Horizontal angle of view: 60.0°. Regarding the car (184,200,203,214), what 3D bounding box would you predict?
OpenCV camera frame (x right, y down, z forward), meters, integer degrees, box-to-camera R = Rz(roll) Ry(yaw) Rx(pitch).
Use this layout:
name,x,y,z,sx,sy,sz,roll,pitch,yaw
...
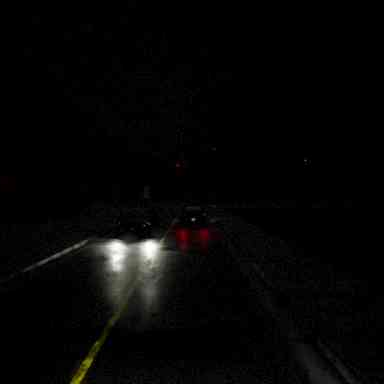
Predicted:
name,x,y,z,sx,sy,sz,roll,pitch,yaw
car,0.091,1.680,38.777,2.033,1.411,5.357,0,-1,-2

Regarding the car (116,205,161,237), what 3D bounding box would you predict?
name,x,y,z,sx,sy,sz,roll,pitch,yaw
car,-2.861,1.504,18.500,1.882,1.535,5.008,0,0,0

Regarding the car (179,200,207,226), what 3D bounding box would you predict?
name,x,y,z,sx,sy,sz,roll,pitch,yaw
car,0.087,1.572,23.586,1.812,1.442,4.674,0,0,0
